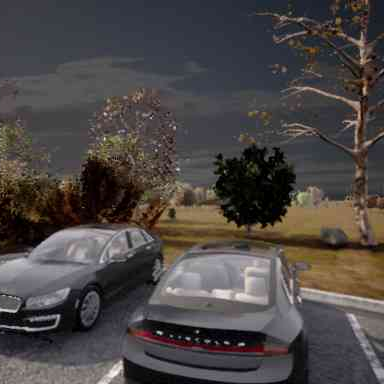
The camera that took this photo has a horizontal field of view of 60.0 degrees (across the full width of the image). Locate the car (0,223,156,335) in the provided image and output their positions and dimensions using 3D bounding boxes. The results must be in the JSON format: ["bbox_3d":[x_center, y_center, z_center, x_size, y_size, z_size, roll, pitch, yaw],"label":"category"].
[{"bbox_3d":[-2.086,1.463,6.998,2.231,1.521,4.892,1,0,16],"label":"car"}]

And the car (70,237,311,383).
[{"bbox_3d":[0.670,1.477,5.017,2.231,1.521,4.892,0,-1,15],"label":"car"}]
